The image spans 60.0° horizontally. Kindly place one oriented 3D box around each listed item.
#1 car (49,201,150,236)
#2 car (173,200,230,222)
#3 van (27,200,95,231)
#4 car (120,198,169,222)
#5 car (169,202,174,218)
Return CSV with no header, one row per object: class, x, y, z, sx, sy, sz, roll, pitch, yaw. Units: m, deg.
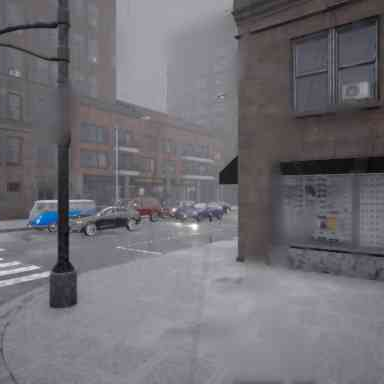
car,-5.006,1.509,18.699,2.128,1.511,4.902,0,0,36
car,0.862,1.551,26.805,1.812,1.442,4.674,0,0,36
van,-7.604,1.358,19.812,1.690,1.788,3.998,0,0,36
car,-4.322,1.337,24.345,2.192,1.841,5.009,0,0,36
car,-1.040,1.466,28.877,1.967,1.590,4.097,0,0,36
